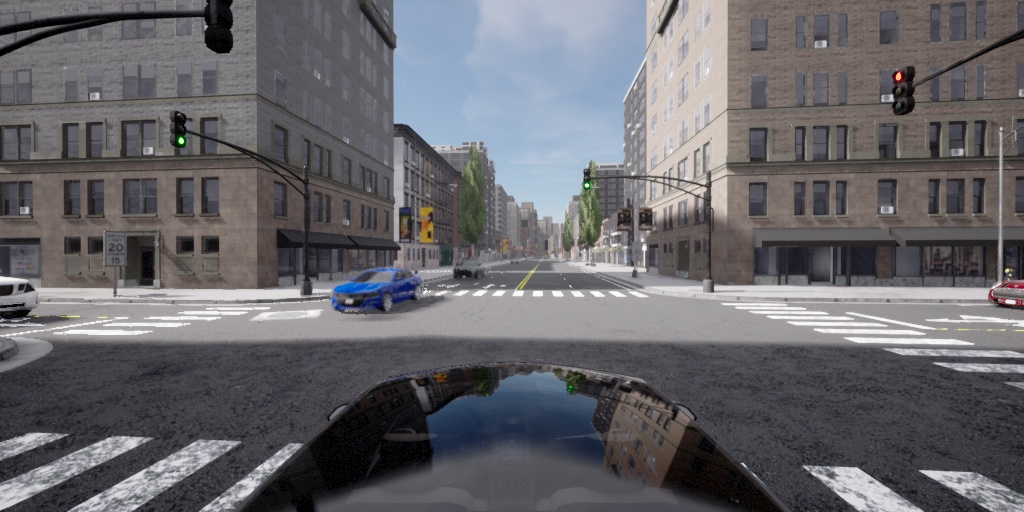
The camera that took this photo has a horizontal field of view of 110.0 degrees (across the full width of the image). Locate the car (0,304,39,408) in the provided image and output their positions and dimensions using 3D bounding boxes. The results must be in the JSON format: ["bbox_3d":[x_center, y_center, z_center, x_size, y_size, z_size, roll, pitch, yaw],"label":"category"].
[{"bbox_3d":[-6.352,1.288,1.743,1.812,1.442,4.674,0,0,5],"label":"car"}]

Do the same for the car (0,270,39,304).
[{"bbox_3d":[-17.817,1.012,10.779,5.566,2.045,2.150,0,0,6],"label":"car"}]

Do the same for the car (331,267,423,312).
[{"bbox_3d":[-5.177,1.233,14.395,1.882,1.535,5.008,0,0,5],"label":"car"}]

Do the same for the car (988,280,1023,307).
[{"bbox_3d":[20.213,1.153,12.919,4.097,1.591,1.967,0,0,6],"label":"car"}]

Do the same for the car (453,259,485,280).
[{"bbox_3d":[-3.635,1.074,30.970,2.097,1.767,4.553,0,0,5],"label":"car"}]
